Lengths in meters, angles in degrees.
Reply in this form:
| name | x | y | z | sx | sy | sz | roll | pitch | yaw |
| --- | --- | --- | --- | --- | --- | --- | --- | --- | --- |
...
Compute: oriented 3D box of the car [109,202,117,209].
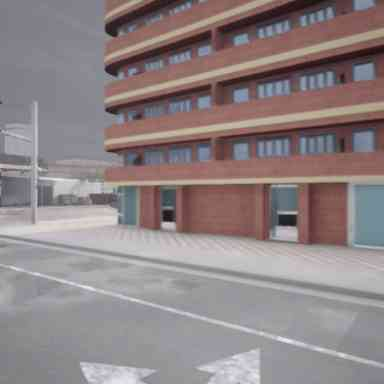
| name | x | y | z | sx | sy | sz | roll | pitch | yaw |
| --- | --- | --- | --- | --- | --- | --- | --- | --- | --- |
| car | -8.417 | 1.514 | 44.166 | 2.033 | 1.411 | 5.357 | 0 | 0 | 35 |
